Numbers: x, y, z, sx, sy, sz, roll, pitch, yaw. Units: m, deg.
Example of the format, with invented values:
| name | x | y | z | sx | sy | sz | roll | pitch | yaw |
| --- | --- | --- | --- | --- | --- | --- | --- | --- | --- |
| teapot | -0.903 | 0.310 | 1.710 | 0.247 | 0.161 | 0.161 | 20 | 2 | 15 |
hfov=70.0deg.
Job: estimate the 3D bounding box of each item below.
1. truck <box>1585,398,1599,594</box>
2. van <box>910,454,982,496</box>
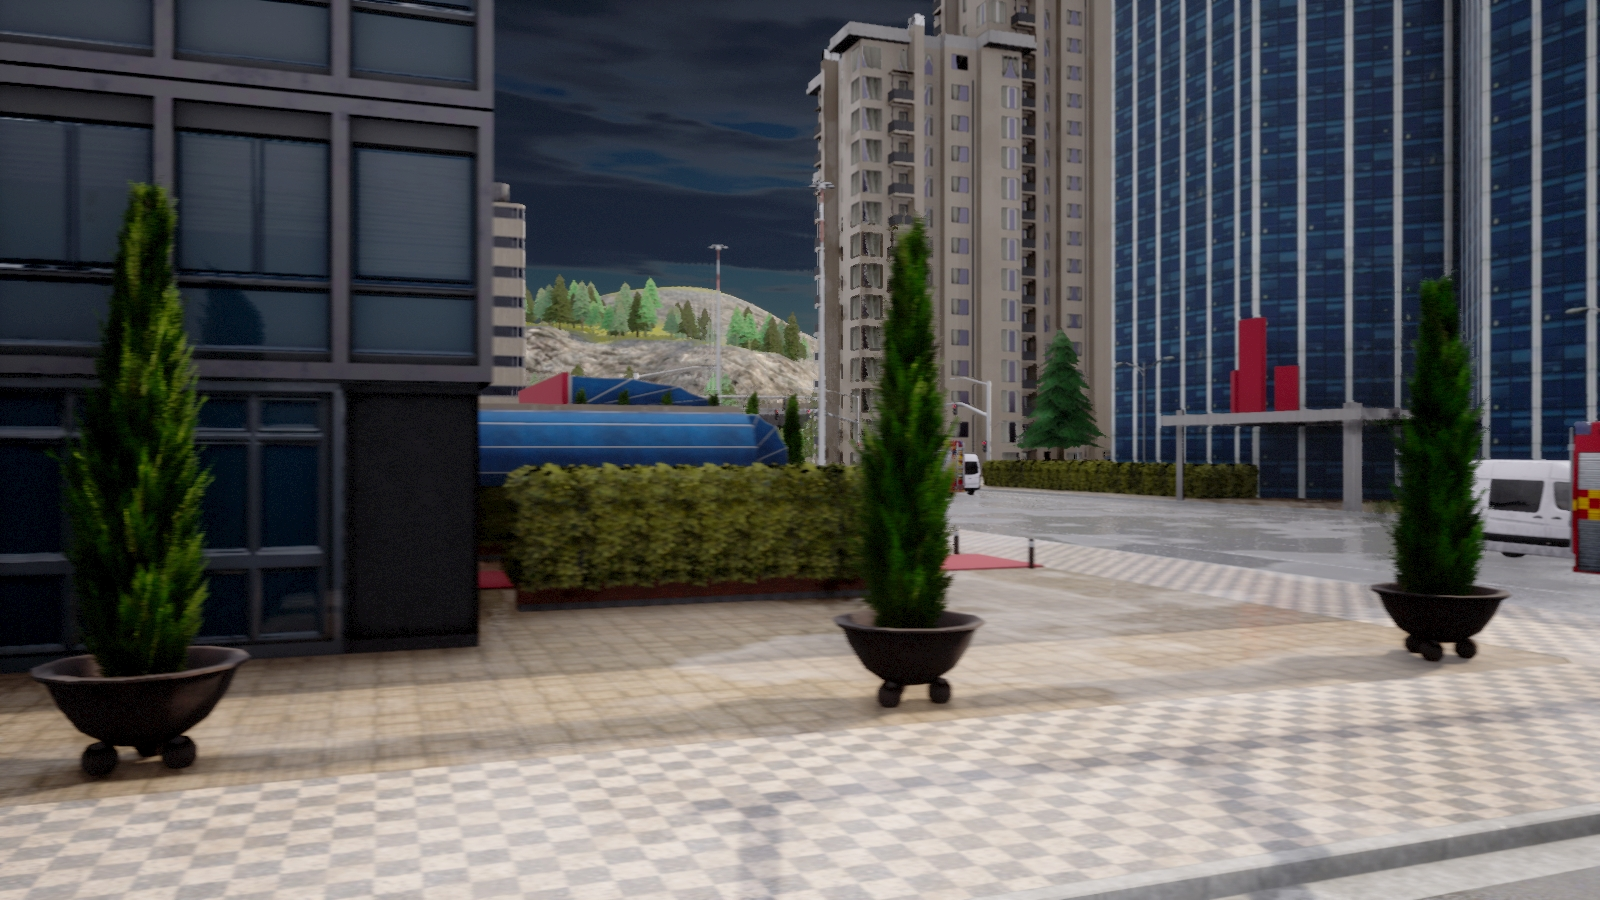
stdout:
| name | x | y | z | sx | sy | sz | roll | pitch | yaw |
| --- | --- | --- | --- | --- | --- | --- | --- | --- | --- |
| truck | 18.373 | 0.891 | 19.132 | 2.891 | 3.827 | 8.468 | 0 | 0 | -21 |
| van | 9.207 | 1.536 | 72.474 | 1.988 | 2.561 | 5.915 | 0 | 0 | -21 |
